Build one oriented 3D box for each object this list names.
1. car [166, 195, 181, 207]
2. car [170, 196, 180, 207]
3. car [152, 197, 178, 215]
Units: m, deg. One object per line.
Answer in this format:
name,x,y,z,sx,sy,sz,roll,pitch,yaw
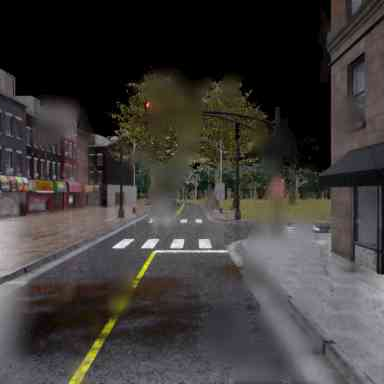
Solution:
car,-2.979,1.446,54.229,2.097,1.767,4.553,0,0,0
car,-2.945,1.615,44.339,2.033,1.411,5.357,0,0,0
car,-2.919,1.529,34.090,2.128,1.511,4.902,0,0,0
